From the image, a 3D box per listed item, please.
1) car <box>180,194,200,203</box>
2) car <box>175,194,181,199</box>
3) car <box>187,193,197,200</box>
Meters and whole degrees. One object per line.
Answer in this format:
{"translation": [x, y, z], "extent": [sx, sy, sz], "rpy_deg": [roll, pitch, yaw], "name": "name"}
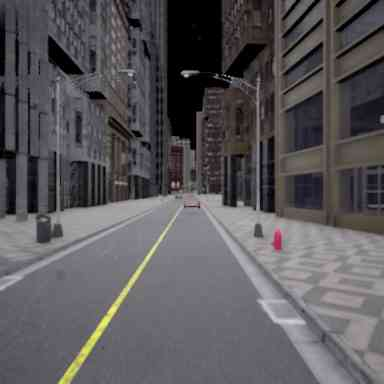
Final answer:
{"translation": [-0.012, 1.183, 36.758], "extent": [1.994, 1.385, 4.181], "rpy_deg": [0, 0, 0], "name": "car"}
{"translation": [-3.023, 1.037, 77.520], "extent": [1.882, 1.535, 5.008], "rpy_deg": [0, 0, 0], "name": "car"}
{"translation": [-0.022, 1.019, 73.881], "extent": [2.128, 1.511, 4.902], "rpy_deg": [0, 0, 0], "name": "car"}
